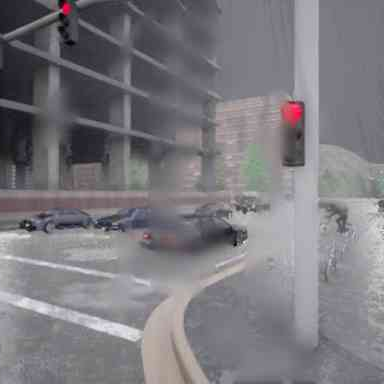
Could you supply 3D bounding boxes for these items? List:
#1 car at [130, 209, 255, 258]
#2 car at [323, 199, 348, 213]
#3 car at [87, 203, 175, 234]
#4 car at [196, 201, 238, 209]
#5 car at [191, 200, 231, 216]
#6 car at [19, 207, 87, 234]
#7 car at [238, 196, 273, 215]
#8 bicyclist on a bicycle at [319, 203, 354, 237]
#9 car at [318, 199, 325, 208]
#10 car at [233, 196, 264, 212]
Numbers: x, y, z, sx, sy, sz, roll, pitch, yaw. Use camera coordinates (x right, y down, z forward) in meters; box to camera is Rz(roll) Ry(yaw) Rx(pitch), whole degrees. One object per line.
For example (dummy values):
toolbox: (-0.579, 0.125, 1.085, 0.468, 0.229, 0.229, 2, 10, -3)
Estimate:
car: (0.308, 1.593, 13.038, 2.033, 1.411, 5.357, 0, -1, 35)
car: (17.954, 1.882, 41.121, 1.994, 1.385, 4.181, 0, 0, 32)
car: (-3.424, 1.627, 20.339, 2.033, 1.411, 5.357, 0, 0, 32)
car: (1.907, 1.668, 28.922, 1.837, 1.490, 4.892, 0, 0, 32)
car: (2.139, 1.704, 35.917, 2.128, 1.511, 4.902, 0, 0, 32)
car: (-7.899, 1.620, 19.765, 1.994, 1.385, 4.181, 0, 0, 32)
car: (7.563, 1.472, 37.996, 2.150, 2.045, 5.566, 0, 0, 32)
bicyclist on a bicycle: (7.170, 1.404, 16.577, 1.656, 1.620, 0.582, 0, -1, 32)
car: (20.363, 1.893, 51.635, 2.128, 1.511, 4.902, 0, 0, 32)
car: (7.753, 1.521, 44.882, 2.150, 2.045, 5.566, 0, 0, 32)
